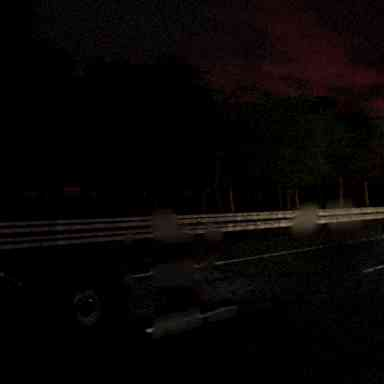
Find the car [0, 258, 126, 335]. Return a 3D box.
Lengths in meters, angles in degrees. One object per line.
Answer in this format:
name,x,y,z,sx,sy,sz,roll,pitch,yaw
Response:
car,-3.557,1.650,5.478,4.718,1.301,1.895,1,-1,-37
